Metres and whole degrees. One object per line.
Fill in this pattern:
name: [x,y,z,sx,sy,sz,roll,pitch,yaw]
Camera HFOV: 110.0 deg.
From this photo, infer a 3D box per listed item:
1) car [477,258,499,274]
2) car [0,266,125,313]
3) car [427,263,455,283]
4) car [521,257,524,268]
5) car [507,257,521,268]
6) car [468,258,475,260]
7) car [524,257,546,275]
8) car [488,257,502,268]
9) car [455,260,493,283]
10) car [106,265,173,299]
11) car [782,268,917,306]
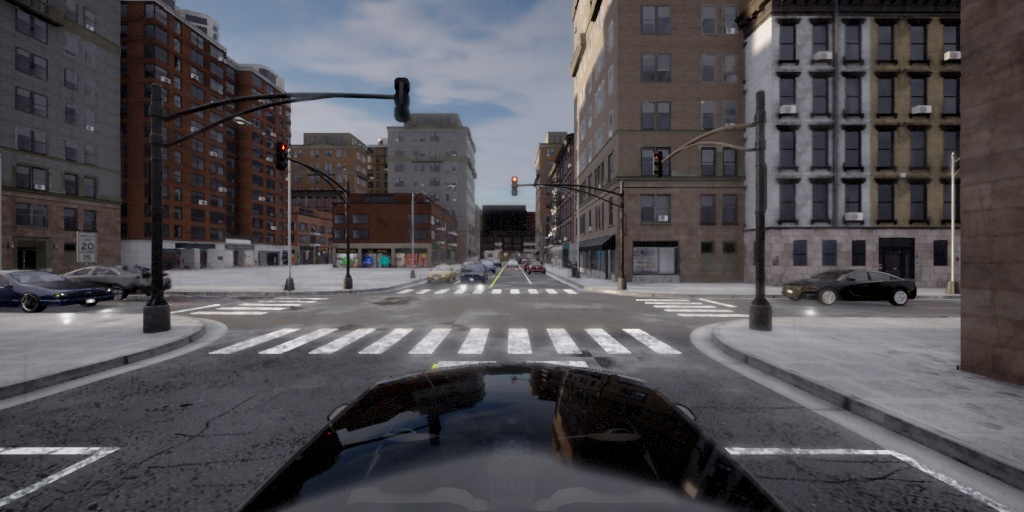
car: [-2.842,1.277,41.616,1.812,1.442,4.674,0,0,0]
car: [-17.802,1.216,12.888,5.357,1.411,2.033,0,0,0]
car: [-5.384,1.276,27.912,1.751,1.417,4.829,0,0,0]
car: [2.644,1.066,45.066,2.192,1.841,5.009,0,0,0]
car: [0.112,1.279,61.904,1.812,1.442,4.674,0,0,0]
car: [-5.382,1.302,45.068,2.007,1.370,4.403,0,0,0]
car: [2.643,1.191,39.404,1.967,1.591,4.097,0,0,0]
car: [-2.750,1.231,61.254,1.882,1.535,5.008,0,0,0]
car: [-2.845,1.298,28.165,2.033,1.411,5.357,0,0,0]
car: [-18.123,1.159,15.960,4.902,1.511,2.128,0,0,-1]
car: [14.774,1.310,15.873,5.008,1.535,1.882,0,0,-1]
